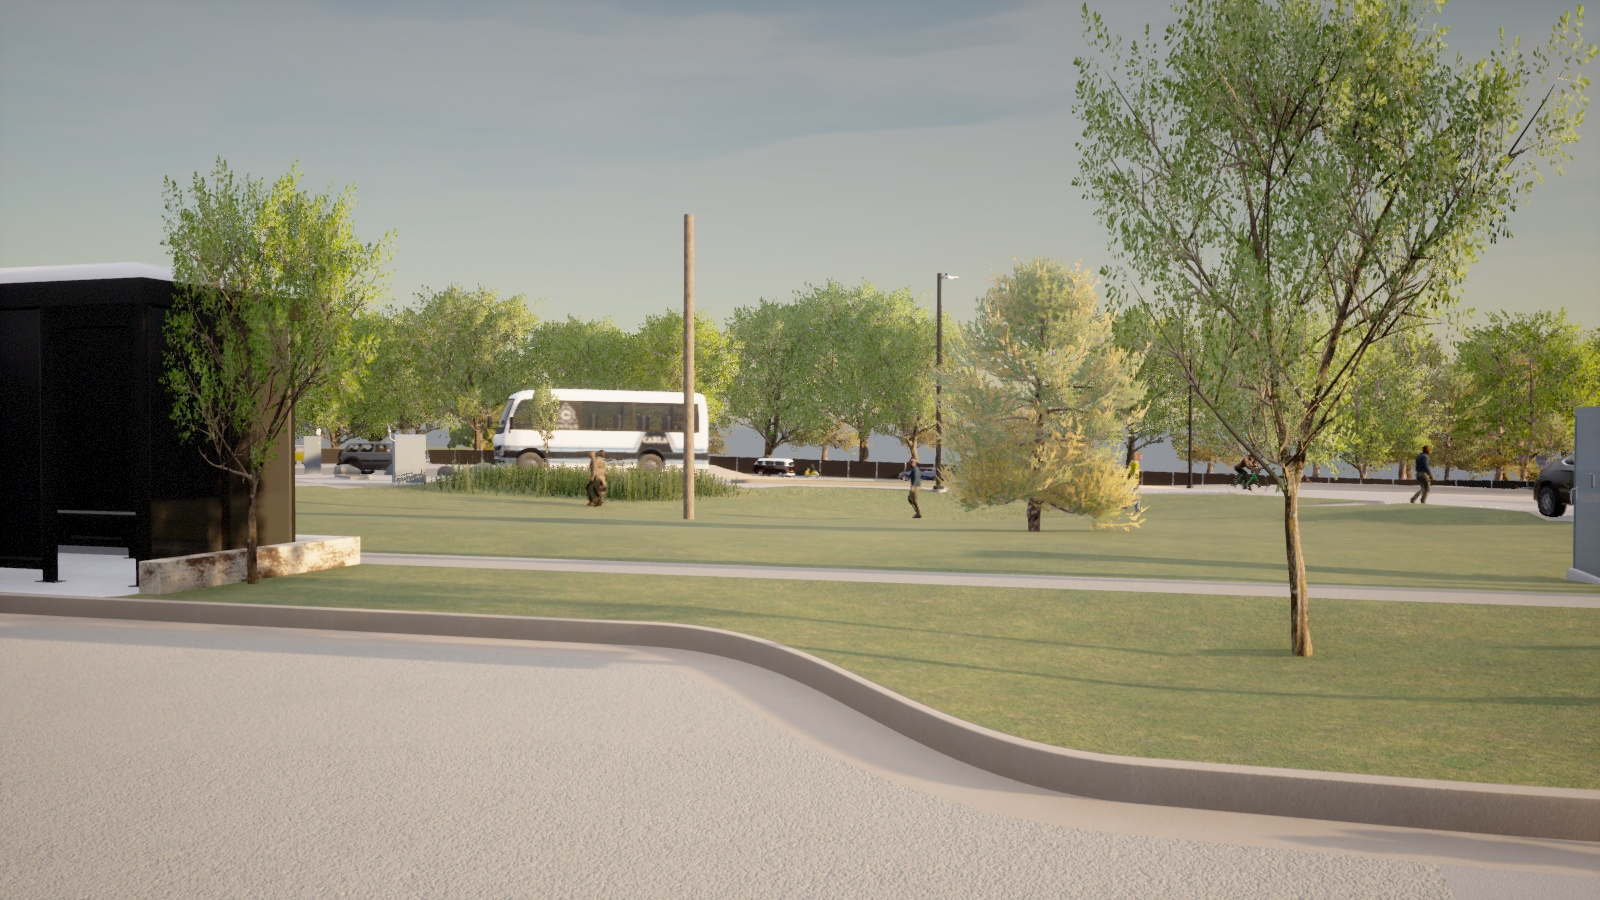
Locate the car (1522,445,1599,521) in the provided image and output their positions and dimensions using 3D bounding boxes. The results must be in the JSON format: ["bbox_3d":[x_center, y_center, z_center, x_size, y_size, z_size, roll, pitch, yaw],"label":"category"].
[{"bbox_3d":[18.502,0.736,27.851,2.152,1.651,5.027,1,0,1],"label":"car"}]

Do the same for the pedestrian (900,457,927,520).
[{"bbox_3d":[3.401,1.146,37.479,0.726,1.842,0.402,1,1,15],"label":"pedestrian"}]

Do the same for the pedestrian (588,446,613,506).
[{"bbox_3d":[-6.549,0.843,41.292,0.692,1.930,0.396,1,1,14],"label":"pedestrian"}]

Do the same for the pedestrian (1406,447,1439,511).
[{"bbox_3d":[17.837,0.830,35.988,0.726,1.835,0.370,0,1,-1],"label":"pedestrian"}]

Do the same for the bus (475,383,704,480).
[{"bbox_3d":[-10.132,-0.837,60.285,10.273,4.253,3.944,1,1,-18],"label":"bus"}]

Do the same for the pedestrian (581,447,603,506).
[{"bbox_3d":[-6.648,0.843,40.157,0.634,1.846,0.331,1,1,4],"label":"pedestrian"}]

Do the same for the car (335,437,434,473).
[{"bbox_3d":[-22.104,0.281,66.872,4.605,1.855,1.932,1,-1,9],"label":"car"}]

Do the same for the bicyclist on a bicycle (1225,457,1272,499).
[{"bbox_3d":[17.914,1.111,50.205,1.656,1.620,0.582,1,1,39],"label":"bicyclist on a bicycle"}]
